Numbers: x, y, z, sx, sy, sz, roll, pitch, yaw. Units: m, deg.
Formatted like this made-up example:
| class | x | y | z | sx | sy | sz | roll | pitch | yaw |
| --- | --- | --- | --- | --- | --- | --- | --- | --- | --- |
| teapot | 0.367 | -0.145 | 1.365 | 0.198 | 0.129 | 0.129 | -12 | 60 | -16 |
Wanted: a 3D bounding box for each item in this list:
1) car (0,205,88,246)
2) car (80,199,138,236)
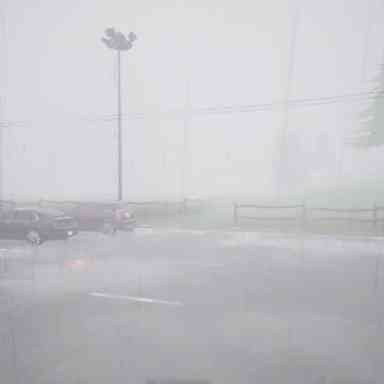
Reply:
| class | x | y | z | sx | sy | sz | roll | pitch | yaw |
| --- | --- | --- | --- | --- | --- | --- | --- | --- | --- |
| car | -7.356 | 1.450 | 14.695 | 4.892 | 1.490 | 1.837 | 0 | 1 | 19 |
| car | -5.246 | 1.264 | 17.664 | 4.553 | 1.767 | 2.097 | 0 | 0 | 19 |
